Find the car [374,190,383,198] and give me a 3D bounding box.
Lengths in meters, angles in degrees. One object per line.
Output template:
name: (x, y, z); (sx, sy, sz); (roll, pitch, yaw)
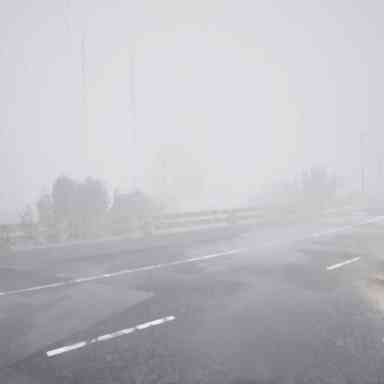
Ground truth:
car: (36.592, 0.396, 64.079); (2.128, 1.511, 4.902); (-1, 1, 15)
